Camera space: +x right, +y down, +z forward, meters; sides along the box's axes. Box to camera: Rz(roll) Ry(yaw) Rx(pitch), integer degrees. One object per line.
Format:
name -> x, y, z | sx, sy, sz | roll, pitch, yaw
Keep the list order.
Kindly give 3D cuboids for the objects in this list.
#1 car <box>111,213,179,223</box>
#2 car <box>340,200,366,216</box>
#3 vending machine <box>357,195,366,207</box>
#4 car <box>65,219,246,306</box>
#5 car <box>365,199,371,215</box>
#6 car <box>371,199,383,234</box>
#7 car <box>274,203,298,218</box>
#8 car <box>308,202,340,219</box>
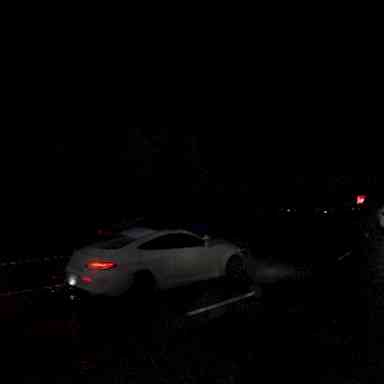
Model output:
car -> -1.266, 1.527, 12.421 | 1.882, 1.535, 5.008 | 0, 0, 45
car -> 16.686, 1.792, 36.515 | 2.033, 1.411, 5.357 | 0, 0, 5
vending machine -> 29.803, 1.601, 58.443 | 1.100, 2.100, 0.880 | 0, 0, 5
car -> -0.649, 1.559, 8.121 | 4.674, 1.442, 1.812 | 1, 0, -42
car -> 20.347, 1.619, 37.787 | 2.097, 1.767, 4.553 | 0, 0, 5
car -> 12.324, 1.370, 19.975 | 2.150, 2.045, 5.566 | 0, 0, 26
car -> 9.056, 1.735, 32.204 | 2.033, 1.411, 5.357 | 0, 0, 10
car -> 12.287, 1.764, 31.637 | 1.994, 1.385, 4.181 | 0, 0, 11
